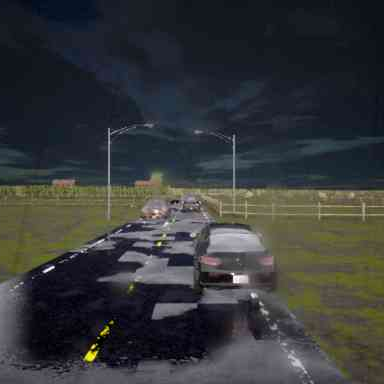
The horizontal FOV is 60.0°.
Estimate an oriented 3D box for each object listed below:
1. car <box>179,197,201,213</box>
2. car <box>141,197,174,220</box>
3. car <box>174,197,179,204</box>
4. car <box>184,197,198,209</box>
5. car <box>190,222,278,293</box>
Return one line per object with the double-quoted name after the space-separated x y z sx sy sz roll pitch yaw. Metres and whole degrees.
-0.039 1.486 36.574 2.128 1.511 4.902 0 0 0 "car"
-2.934 1.349 27.804 2.097 1.767 4.553 0 0 0 "car"
-2.933 1.586 59.874 1.895 1.301 4.718 0 0 0 "car"
-0.115 1.469 46.986 1.882 1.535 5.008 0 0 0 "car"
0.938 1.526 8.736 1.812 1.442 4.674 0 0 0 "car"
